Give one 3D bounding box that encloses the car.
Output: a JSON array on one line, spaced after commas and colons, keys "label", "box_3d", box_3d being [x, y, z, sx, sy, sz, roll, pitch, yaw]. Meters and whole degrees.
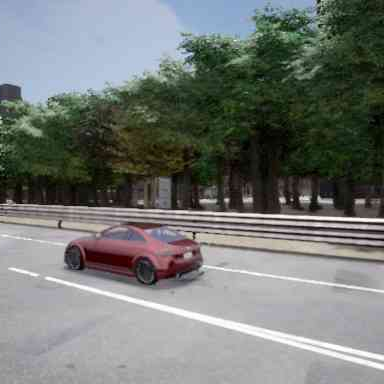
[{"label": "car", "box_3d": [-1.751, 1.572, 9.512, 4.181, 1.385, 1.994, 0, 0, 34]}]
